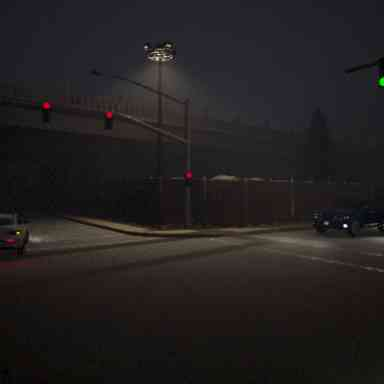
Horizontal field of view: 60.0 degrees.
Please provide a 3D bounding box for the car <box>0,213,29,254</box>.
[{"bbox_3d":[-7.506,1.546,12.978,1.812,1.442,4.674,1,-1,-25],"label":"car"}]

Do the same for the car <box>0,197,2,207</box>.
[{"bbox_3d":[-32.568,1.321,54.362,2.150,2.045,5.566,0,0,-36],"label":"car"}]

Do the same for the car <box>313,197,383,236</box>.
[{"bbox_3d":[9.392,1.319,19.277,5.566,2.045,2.150,0,0,-35],"label":"car"}]
